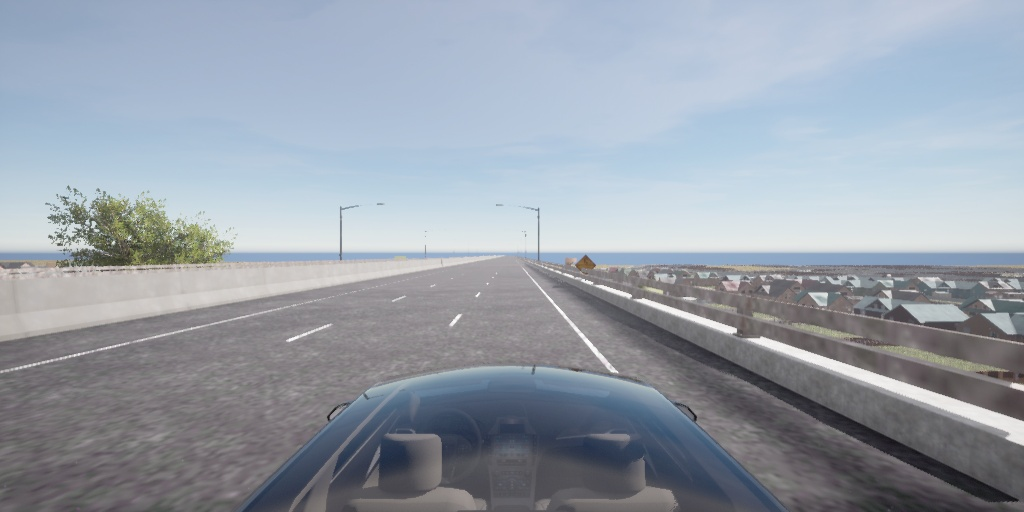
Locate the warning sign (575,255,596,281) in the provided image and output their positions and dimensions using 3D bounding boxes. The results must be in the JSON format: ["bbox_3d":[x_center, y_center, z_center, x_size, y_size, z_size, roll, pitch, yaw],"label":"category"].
[{"bbox_3d":[4.550,0.857,22.249,1.300,1.860,1.060,0,0,0],"label":"warning sign"}]
